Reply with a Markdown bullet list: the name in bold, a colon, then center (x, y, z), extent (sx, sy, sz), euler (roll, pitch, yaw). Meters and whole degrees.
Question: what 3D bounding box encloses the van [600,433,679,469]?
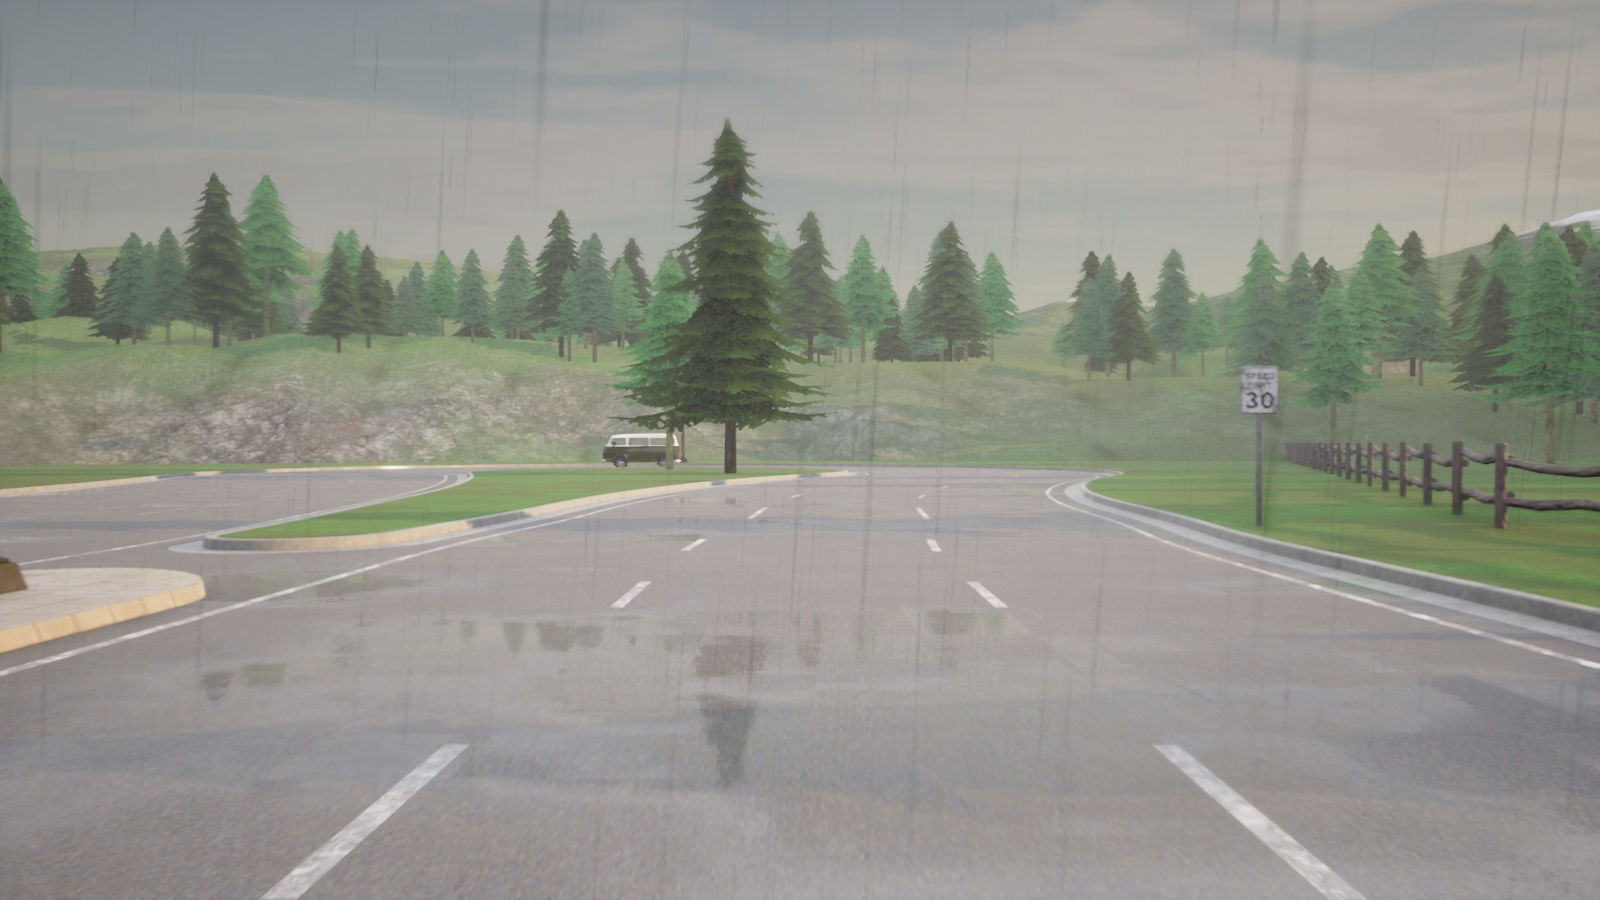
- **van**: center (-9.198, 0.056, 71.992), extent (4.480, 2.038, 2.069), euler (0, 0, -8)
